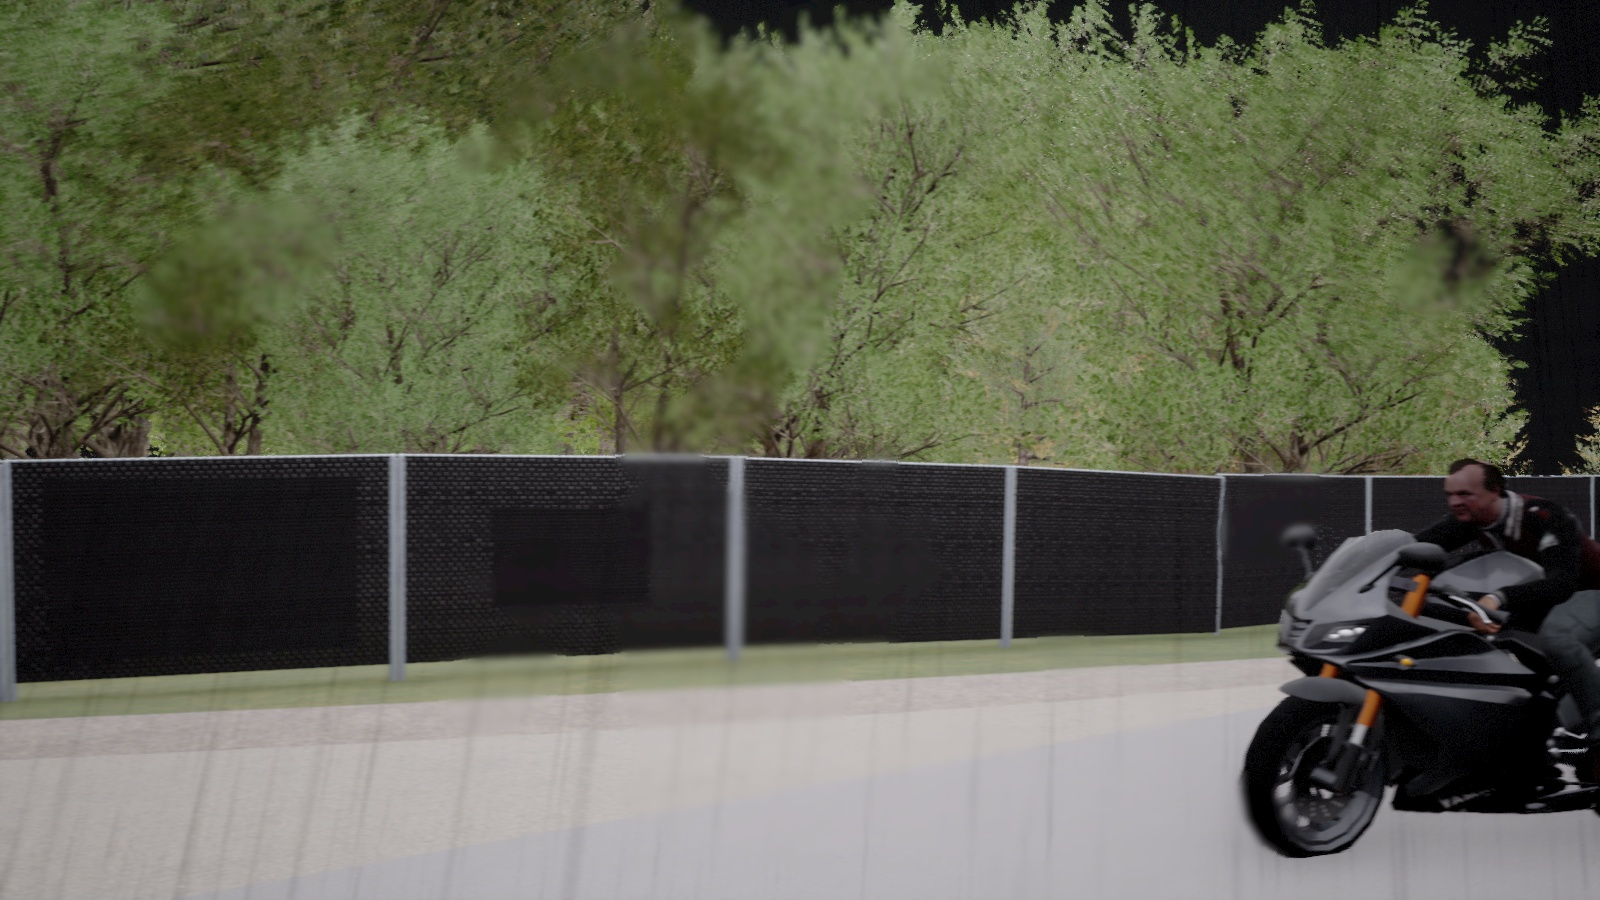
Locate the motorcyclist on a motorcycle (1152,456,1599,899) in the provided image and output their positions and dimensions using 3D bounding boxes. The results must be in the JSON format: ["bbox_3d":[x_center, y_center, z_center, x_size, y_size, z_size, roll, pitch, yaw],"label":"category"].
[{"bbox_3d":[2.584,0.801,4.869,2.191,1.530,0.866,0,1,-14],"label":"motorcyclist on a motorcycle"}]
